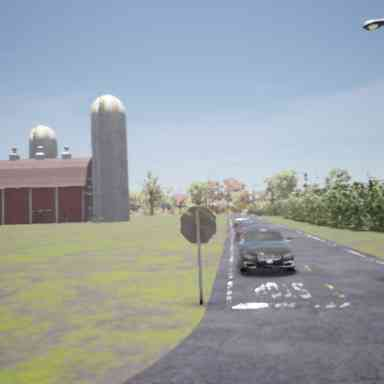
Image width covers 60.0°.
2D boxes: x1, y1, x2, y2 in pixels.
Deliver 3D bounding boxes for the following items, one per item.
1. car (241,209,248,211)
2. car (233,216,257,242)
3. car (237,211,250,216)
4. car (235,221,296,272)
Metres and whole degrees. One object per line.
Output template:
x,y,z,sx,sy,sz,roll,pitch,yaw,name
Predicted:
14.032,5.451,87.573,1.812,1.442,4.674,-3,-3,6,car
4.173,2.673,24.060,1.994,1.385,4.181,-3,-3,7,car
6.035,3.367,39.866,1.812,1.442,4.674,-3,-3,7,car
2.805,2.112,13.160,1.837,1.490,4.892,-3,-3,7,car
